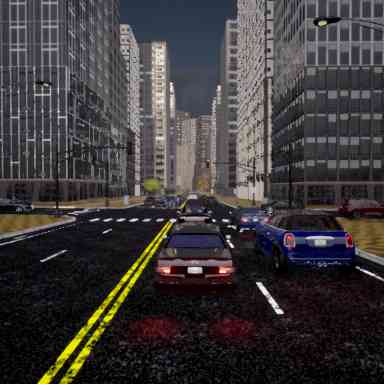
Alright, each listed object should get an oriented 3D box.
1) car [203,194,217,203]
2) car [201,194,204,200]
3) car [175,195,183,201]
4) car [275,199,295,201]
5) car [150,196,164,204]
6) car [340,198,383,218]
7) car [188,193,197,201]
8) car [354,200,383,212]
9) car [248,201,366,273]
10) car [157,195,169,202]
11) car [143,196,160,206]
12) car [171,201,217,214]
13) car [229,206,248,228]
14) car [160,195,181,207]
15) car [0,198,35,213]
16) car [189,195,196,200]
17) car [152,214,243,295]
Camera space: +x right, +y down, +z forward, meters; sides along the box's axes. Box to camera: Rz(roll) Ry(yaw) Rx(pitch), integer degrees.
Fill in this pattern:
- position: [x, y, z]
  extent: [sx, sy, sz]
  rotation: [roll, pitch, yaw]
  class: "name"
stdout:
- position: [3.458, 1.462, 59.094]
  extent: [1.837, 1.490, 4.892]
  rotation: [0, 1, 0]
  class: "car"
- position: [3.436, 1.386, 92.556]
  extent: [1.882, 1.535, 5.008]
  rotation: [0, 0, 0]
  class: "car"
- position: [-3.092, 1.429, 79.535]
  extent: [1.837, 1.490, 4.892]
  rotation: [0, 0, 0]
  class: "car"
- position: [9.910, 1.558, 36.813]
  extent: [4.892, 1.490, 1.837]
  rotation: [1, 1, 1]
  class: "car"
- position: [-6.436, 1.499, 62.281]
  extent: [2.033, 1.411, 5.357]
  rotation: [0, 0, 0]
  class: "car"
- position: [16.262, 1.518, 30.907]
  extent: [5.009, 1.841, 2.192]
  rotation: [1, 0, 1]
  class: "car"
- position: [0.165, 1.149, 82.716]
  extent: [2.150, 2.045, 5.566]
  rotation: [0, 0, 0]
  class: "car"
- position: [21.888, 1.642, 39.183]
  extent: [4.829, 1.417, 1.752]
  rotation: [1, 0, 1]
  class: "car"
- position: [3.370, 1.347, 10.851]
  extent: [2.097, 1.767, 4.553]
  rotation: [0, 0, 0]
  class: "car"
- position: [-6.355, 1.478, 72.951]
  extent: [2.033, 1.411, 5.357]
  rotation: [0, 0, 0]
  class: "car"
- position: [-6.489, 1.468, 52.401]
  extent: [1.837, 1.490, 4.892]
  rotation: [0, 0, 0]
  class: "car"
- position: [0.137, 1.482, 18.626]
  extent: [2.128, 1.511, 4.902]
  rotation: [0, 0, 0]
  class: "car"
- position: [3.391, 1.537, 20.235]
  extent: [2.033, 1.411, 5.357]
  rotation: [0, 0, 0]
  class: "car"
- position: [-3.221, 1.317, 50.561]
  extent: [2.097, 1.767, 4.553]
  rotation: [0, 0, -1]
  class: "car"
- position: [-18.761, 1.340, 34.140]
  extent: [4.902, 1.511, 2.128]
  rotation: [1, 1, 1]
  class: "car"
- position: [0.186, 1.502, 93.052]
  extent: [1.895, 1.301, 4.718]
  rotation: [0, 0, 0]
  class: "car"
- position: [0.110, 1.544, 8.881]
  extent: [2.033, 1.411, 5.357]
  rotation: [0, 0, 1]
  class: "car"
